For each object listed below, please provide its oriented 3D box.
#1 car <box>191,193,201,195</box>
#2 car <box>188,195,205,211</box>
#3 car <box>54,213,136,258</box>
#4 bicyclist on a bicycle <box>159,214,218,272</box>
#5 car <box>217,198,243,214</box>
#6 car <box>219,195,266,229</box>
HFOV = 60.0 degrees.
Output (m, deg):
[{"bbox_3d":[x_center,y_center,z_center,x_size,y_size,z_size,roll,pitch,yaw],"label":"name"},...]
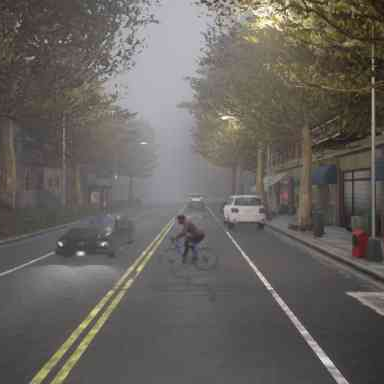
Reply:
[{"bbox_3d":[0.617,1.221,50.859,2.150,2.045,5.566,0,0,1],"label":"car"},{"bbox_3d":[0.537,1.491,40.428,2.128,1.511,4.902,0,0,1],"label":"car"},{"bbox_3d":[-3.456,1.547,13.076,2.033,1.411,5.357,0,0,1],"label":"car"},{"bbox_3d":[-0.116,1.454,9.337,1.656,1.620,0.582,-2,0,1],"label":"bicyclist on a bicycle"},{"bbox_3d":[4.040,1.481,36.030,2.231,1.521,4.892,0,0,1],"label":"car"},{"bbox_3d":[3.290,1.229,21.672,2.435,2.045,5.566,0,0,1],"label":"car"}]
